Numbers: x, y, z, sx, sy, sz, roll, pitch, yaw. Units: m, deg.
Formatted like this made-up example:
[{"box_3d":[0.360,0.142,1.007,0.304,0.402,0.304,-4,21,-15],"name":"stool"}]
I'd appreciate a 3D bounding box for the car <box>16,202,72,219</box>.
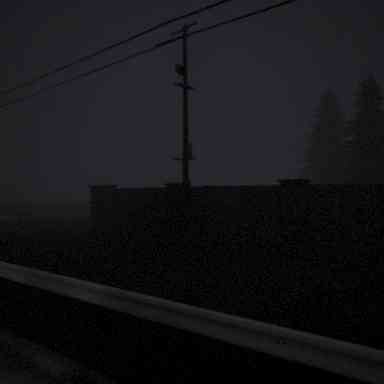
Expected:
[{"box_3d":[-14.241,1.724,32.204,5.008,1.535,1.882,0,0,-27],"name":"car"}]
